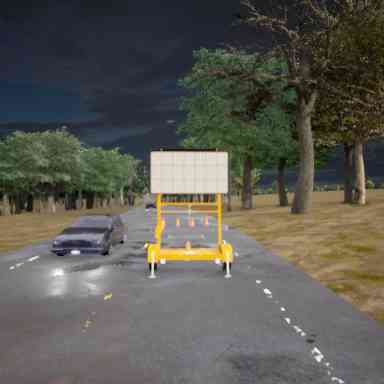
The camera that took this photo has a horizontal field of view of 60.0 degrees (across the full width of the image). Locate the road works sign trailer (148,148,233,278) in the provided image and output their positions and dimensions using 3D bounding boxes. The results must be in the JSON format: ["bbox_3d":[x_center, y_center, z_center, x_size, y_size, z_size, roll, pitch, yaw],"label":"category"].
[{"bbox_3d":[-0.081,0.477,10.183,2.380,3.560,2.880,0,0,-2],"label":"road works sign trailer"}]

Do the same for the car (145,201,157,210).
[{"bbox_3d":[-6.784,2.160,55.137,2.033,1.411,5.357,0,-1,-6],"label":"car"}]

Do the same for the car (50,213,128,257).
[{"bbox_3d":[-3.810,1.580,13.389,2.033,1.411,5.357,0,0,-1],"label":"car"}]
